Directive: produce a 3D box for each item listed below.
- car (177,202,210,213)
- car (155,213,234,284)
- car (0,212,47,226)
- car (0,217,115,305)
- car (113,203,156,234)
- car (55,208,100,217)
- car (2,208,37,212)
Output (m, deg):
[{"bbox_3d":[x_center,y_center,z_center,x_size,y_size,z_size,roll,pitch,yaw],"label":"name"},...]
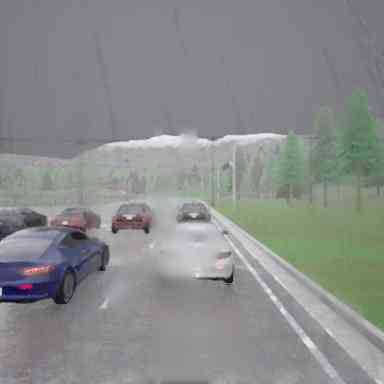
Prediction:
[{"bbox_3d":[0.115,1.439,21.557,2.097,1.767,4.553,0,0,0],"label":"car"},{"bbox_3d":[0.105,1.564,9.577,1.812,1.442,4.674,0,0,0],"label":"car"},{"bbox_3d":[-6.892,1.591,10.834,2.033,1.411,5.357,0,0,0],"label":"car"},{"bbox_3d":[-3.393,1.558,8.029,1.812,1.442,4.674,0,0,0],"label":"car"},{"bbox_3d":[-3.389,1.433,20.134,2.097,1.767,4.553,0,0,0],"label":"car"},{"bbox_3d":[-6.888,1.645,20.073,1.994,1.385,4.181,0,0,0],"label":"car"},{"bbox_3d":[-10.393,1.645,20.086,1.994,1.385,4.181,0,0,0],"label":"car"}]
